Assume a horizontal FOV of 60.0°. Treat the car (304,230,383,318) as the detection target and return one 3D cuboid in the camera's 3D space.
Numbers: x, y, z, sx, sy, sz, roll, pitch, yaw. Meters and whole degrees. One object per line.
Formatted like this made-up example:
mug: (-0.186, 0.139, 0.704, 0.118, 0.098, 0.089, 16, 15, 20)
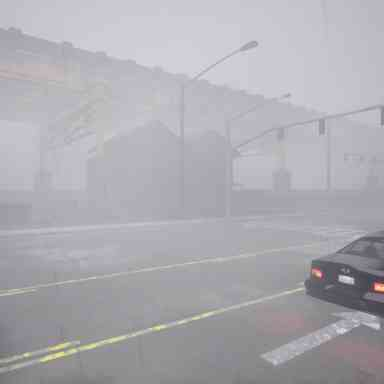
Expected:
car: (4.692, 1.547, 7.133, 5.357, 1.411, 2.033, 0, 0, -35)
